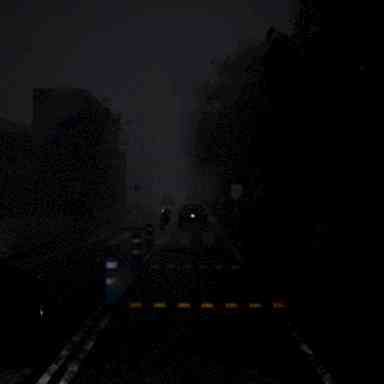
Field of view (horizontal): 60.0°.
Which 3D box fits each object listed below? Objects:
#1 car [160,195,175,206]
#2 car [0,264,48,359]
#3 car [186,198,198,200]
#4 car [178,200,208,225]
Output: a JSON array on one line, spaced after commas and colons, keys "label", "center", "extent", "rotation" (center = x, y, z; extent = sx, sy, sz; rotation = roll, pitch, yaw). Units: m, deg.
[{"label": "car", "center": [-3.542, 1.240, 48.200], "extent": [2.128, 1.511, 4.902], "rotation": [0, 0, 0]}, {"label": "car", "center": [-3.354, 1.552, 3.779], "extent": [1.994, 1.385, 4.181], "rotation": [0, 0, 0]}, {"label": "car", "center": [-0.063, 1.389, 42.448], "extent": [1.895, 1.301, 4.718], "rotation": [0, 0, 0]}, {"label": "car", "center": [0.041, 1.469, 22.955], "extent": [1.994, 1.385, 4.181], "rotation": [0, 0, 0]}]
